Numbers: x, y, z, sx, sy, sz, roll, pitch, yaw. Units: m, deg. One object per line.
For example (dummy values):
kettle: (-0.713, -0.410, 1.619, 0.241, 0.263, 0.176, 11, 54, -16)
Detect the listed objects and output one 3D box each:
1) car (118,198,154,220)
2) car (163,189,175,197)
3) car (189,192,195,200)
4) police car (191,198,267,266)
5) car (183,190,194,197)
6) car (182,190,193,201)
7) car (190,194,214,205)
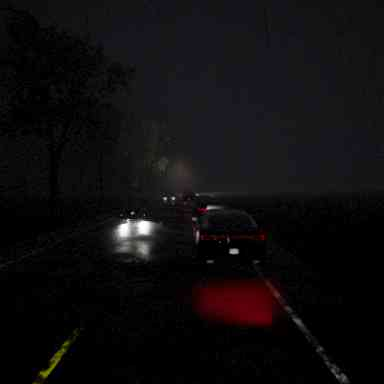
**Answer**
car: (-3.713, 1.096, 22.697, 1.994, 1.385, 4.181, 0, 1, 0)
car: (-4.282, 0.258, 63.158, 1.812, 1.442, 4.674, 0, 1, -1)
car: (0.906, 0.978, 26.654, 1.812, 1.442, 4.674, 0, 1, -1)
police car: (1.022, 1.200, 10.750, 1.930, 1.638, 5.238, 0, 1, 0)
car: (-0.755, 0.283, 63.908, 1.994, 1.385, 4.181, 0, 1, -1)
car: (-0.422, 0.624, 48.309, 1.895, 1.301, 4.718, 0, 1, -1)
car: (0.959, 1.079, 20.649, 1.837, 1.490, 4.892, 0, 1, 0)
